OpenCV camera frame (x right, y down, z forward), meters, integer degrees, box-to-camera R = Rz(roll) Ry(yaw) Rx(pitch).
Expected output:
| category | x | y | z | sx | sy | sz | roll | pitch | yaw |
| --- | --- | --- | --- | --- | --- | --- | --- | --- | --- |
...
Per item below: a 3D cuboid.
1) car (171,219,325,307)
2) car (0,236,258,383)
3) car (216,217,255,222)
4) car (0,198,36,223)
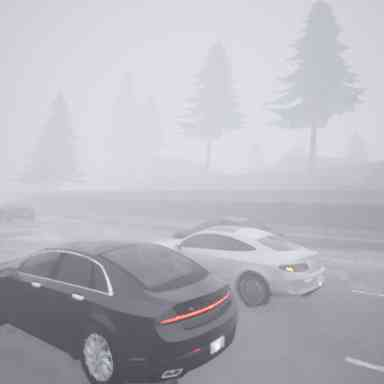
| category | x | y | z | sx | sy | sz | roll | pitch | yaw |
| --- | --- | --- | --- | --- | --- | --- | --- | --- | --- |
| car | 0.694 | 1.546 | 7.979 | 4.674 | 1.442 | 1.812 | 0 | 0 | 37 |
| car | -1.627 | 1.515 | 5.345 | 4.892 | 1.490 | 1.837 | 0 | 0 | 37 |
| car | 1.183 | 1.595 | 12.045 | 4.181 | 1.385 | 1.994 | 0 | 0 | 38 |
| car | -13.877 | 1.500 | 26.030 | 1.882 | 1.535 | 5.008 | 0 | 0 | -43 |
